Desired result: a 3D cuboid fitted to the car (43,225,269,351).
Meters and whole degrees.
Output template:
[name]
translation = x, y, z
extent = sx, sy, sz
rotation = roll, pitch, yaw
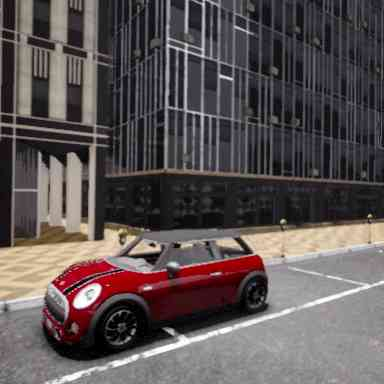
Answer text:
[car]
translation = -0.518, 1.472, 6.182
extent = 4.097, 1.590, 1.967
rotation = 1, 0, -35
